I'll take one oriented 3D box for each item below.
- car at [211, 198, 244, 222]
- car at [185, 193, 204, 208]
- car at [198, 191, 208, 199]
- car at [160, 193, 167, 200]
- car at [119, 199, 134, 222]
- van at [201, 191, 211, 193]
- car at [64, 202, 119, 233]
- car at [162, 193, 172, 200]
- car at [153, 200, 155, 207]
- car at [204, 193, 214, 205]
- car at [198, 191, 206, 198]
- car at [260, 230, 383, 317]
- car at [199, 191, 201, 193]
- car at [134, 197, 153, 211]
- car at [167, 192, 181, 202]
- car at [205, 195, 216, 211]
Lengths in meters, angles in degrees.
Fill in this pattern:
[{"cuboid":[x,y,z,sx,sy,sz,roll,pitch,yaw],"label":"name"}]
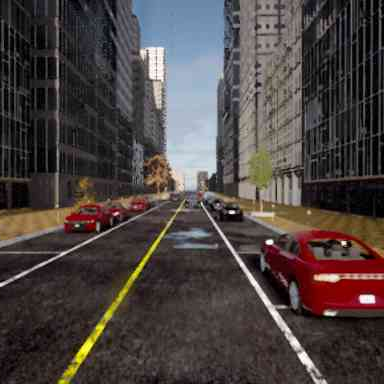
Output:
[{"cuboid":[2.690,1.392,24.415,1.947,1.339,4.313,0,0,0],"label":"car"},{"cuboid":[0.095,1.192,41.074,2.128,1.511,4.902,0,0,0],"label":"car"},{"cuboid":[2.686,0.685,81.334,2.192,1.841,5.009,0,0,0],"label":"car"},{"cuboid":[-5.695,0.993,69.791,1.752,1.417,4.829,0,0,0],"label":"car"},{"cuboid":[-5.691,1.408,24.422,1.802,1.307,4.206,0,0,0],"label":"car"},{"cuboid":[2.688,0.949,52.875,1.690,1.788,3.998,0,0,0],"label":"van"},{"cuboid":[-5.690,1.413,18.729,1.887,1.381,4.507,0,0,0],"label":"car"},{"cuboid":[-5.695,0.969,75.654,2.008,1.369,4.403,0,0,0],"label":"car"},{"cuboid":[-5.692,1.263,41.499,1.947,1.339,4.313,0,0,0],"label":"car"},{"cuboid":[2.688,1.219,47.183,1.947,1.339,4.313,0,0,0],"label":"car"},{"cuboid":[2.685,0.586,92.718,2.192,1.841,5.009,0,1,0],"label":"car"},{"cuboid":[2.691,1.494,7.339,1.887,1.381,4.507,0,0,0],"label":"car"},{"cuboid":[2.687,1.001,58.567,1.967,1.590,4.097,0,0,0],"label":"car"},{"cuboid":[-5.692,1.285,35.806,1.887,1.381,4.507,0,0,0],"label":"car"},{"cuboid":[-3.039,1.017,61.311,1.882,1.535,5.008,0,0,1],"label":"car"},{"cuboid":[2.689,1.306,35.799,1.947,1.339,4.313,0,0,0],"label":"car"}]
